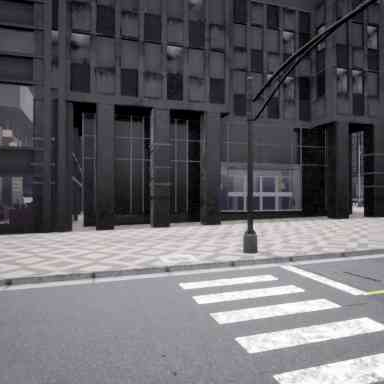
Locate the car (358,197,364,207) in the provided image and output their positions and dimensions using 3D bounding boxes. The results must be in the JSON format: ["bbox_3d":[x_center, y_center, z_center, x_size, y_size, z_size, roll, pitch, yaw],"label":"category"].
[{"bbox_3d":[22.061,1.203,39.620,1.837,1.490,4.892,0,-1,-17],"label":"car"}]
